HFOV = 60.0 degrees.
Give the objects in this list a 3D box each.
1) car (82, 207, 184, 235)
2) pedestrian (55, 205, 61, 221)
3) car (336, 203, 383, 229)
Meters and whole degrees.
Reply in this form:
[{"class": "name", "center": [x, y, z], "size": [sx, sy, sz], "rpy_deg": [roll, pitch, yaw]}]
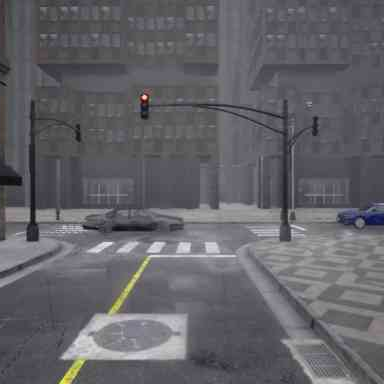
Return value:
[{"class": "car", "center": [-3.109, 1.548, 18.061], "size": [5.357, 1.411, 2.033], "rpy_deg": [0, 0, 1]}, {"class": "pedestrian", "center": [-9.819, 1.532, 24.377], "size": [0.500, 1.100, 0.500], "rpy_deg": [0, 0, 1]}, {"class": "car", "center": [11.810, 1.458, 21.085], "size": [5.008, 1.535, 1.882], "rpy_deg": [0, 0, 1]}]
